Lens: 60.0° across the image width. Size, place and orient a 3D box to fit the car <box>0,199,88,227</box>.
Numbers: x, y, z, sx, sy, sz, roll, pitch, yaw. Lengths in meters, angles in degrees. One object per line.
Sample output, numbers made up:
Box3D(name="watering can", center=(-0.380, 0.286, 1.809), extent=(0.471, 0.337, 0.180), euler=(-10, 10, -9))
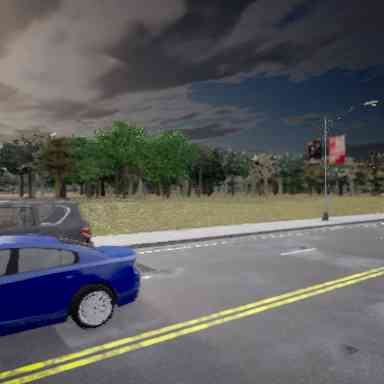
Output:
Box3D(name="car", center=(-5.205, 1.220, 7.956), extent=(5.566, 2.045, 2.150), euler=(0, 0, -36))

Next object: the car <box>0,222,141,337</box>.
Box3D(name="car", center=(-3.282, 1.477, 5.337), extent=(5.008, 1.535, 1.882), euler=(0, 0, -36))
